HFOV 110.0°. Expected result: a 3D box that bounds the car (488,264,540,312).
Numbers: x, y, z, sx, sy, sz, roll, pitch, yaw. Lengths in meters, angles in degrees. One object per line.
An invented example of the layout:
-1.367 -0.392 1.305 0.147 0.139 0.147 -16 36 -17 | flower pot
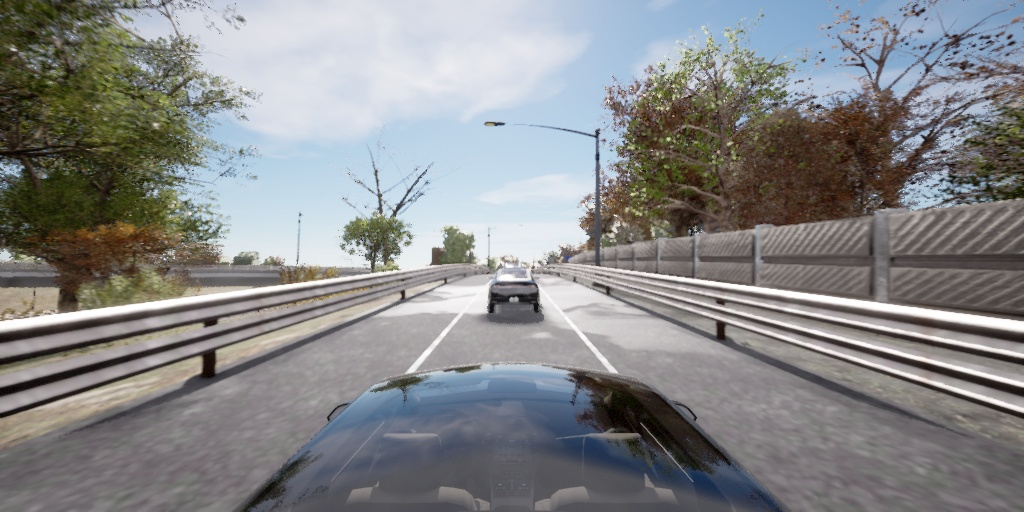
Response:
0.079 1.238 14.271 2.128 1.511 4.902 0 0 0 | car
